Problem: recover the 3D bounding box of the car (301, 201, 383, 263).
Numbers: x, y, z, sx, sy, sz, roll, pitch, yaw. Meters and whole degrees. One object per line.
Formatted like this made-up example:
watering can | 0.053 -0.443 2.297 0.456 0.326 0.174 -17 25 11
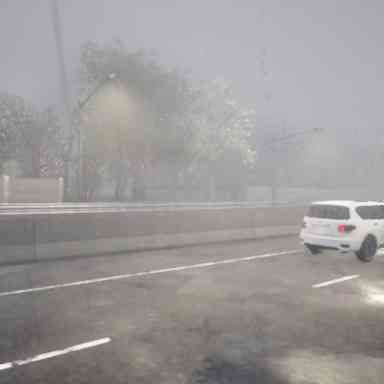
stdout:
car | 6.563 1.362 12.840 5.566 2.045 2.150 0 0 -35
